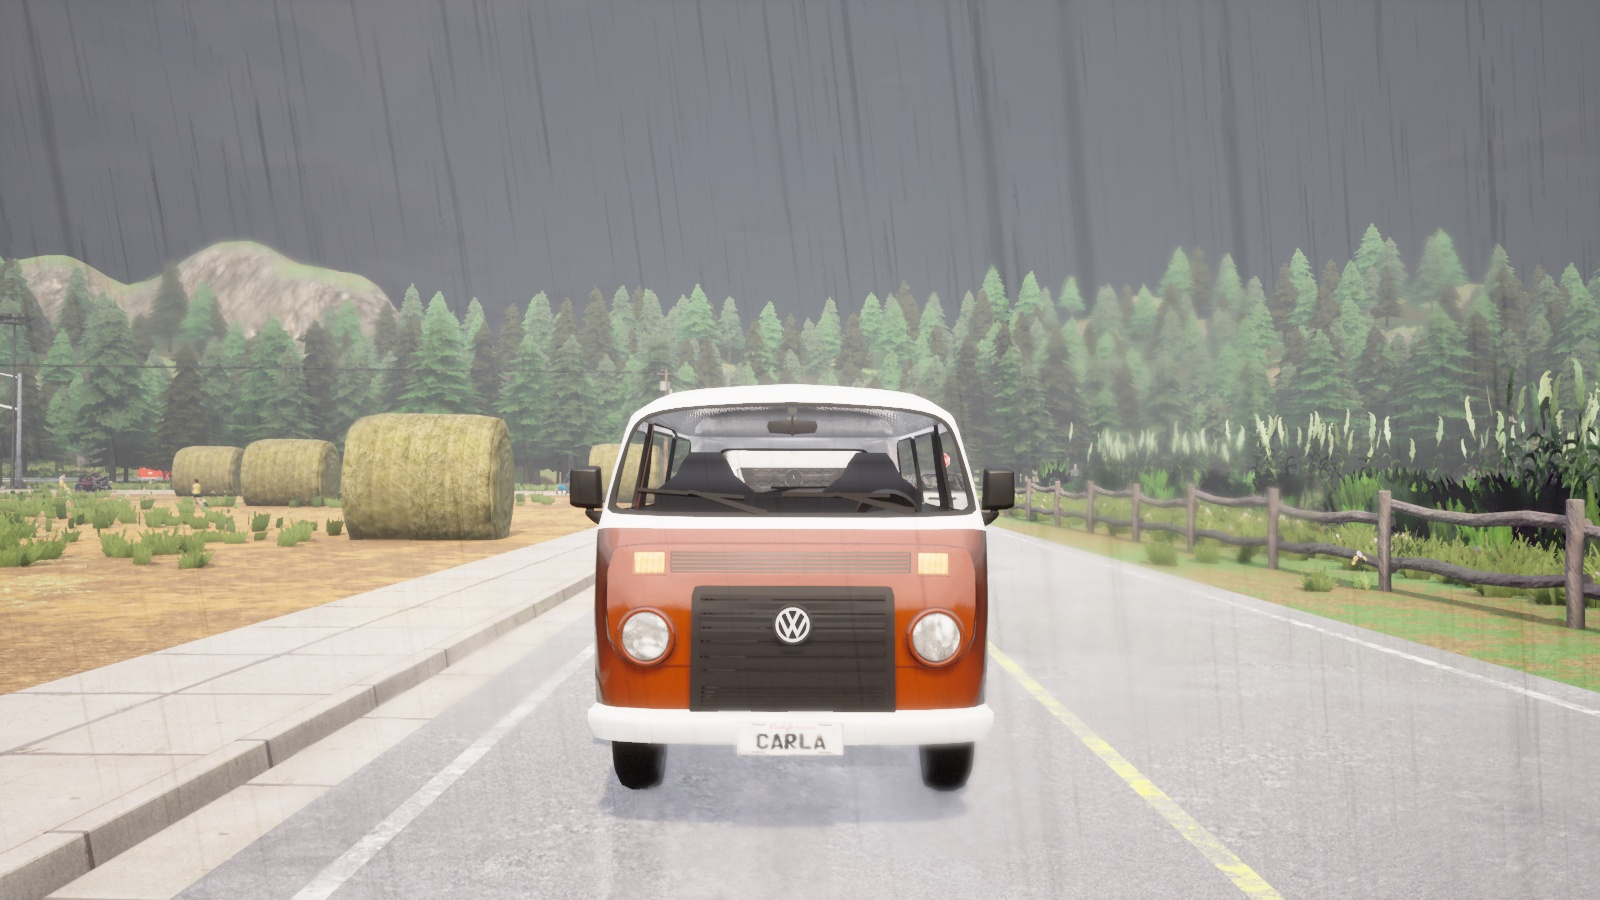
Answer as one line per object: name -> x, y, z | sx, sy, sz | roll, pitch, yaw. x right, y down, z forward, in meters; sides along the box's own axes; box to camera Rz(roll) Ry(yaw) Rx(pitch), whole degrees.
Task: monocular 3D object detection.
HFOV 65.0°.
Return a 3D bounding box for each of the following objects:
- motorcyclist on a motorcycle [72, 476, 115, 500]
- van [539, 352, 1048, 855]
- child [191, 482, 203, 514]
motorcyclist on a motorcycle -> -44.225, 2.378, 78.594 | 2.191, 1.530, 0.866 | 0, -1, -3
van -> -0.037, 0.662, 7.364 | 2.069, 2.038, 4.480 | 0, -1, 0
child -> -21.211, 1.680, 44.173 | 0.394, 1.110, 0.255 | -1, -1, 40
